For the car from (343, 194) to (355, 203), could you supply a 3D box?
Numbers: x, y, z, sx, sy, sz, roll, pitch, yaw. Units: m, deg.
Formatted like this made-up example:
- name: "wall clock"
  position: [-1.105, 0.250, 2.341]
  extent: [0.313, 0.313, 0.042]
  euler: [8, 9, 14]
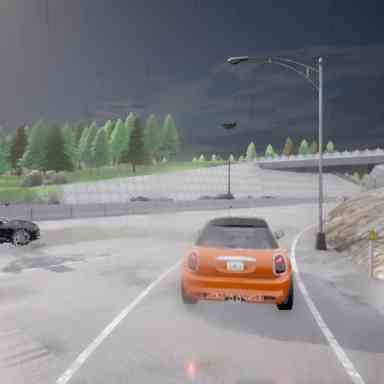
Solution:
- name: "car"
  position: [30.434, 1.465, 66.629]
  extent: [1.882, 1.535, 5.008]
  euler: [0, 0, 42]

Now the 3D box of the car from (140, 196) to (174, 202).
- name: "car"
  position: [-5.214, 1.541, 53.451]
  extent: [2.033, 1.411, 5.357]
  euler: [0, 0, 42]

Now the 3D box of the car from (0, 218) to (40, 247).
- name: "car"
  position: [-8.545, 1.490, 12.950]
  extent: [2.128, 1.511, 4.902]
  euler: [0, 0, 42]

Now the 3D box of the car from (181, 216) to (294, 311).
- name: "car"
  position: [1.150, 1.351, 8.069]
  extent: [2.097, 1.767, 4.553]
  euler: [0, 0, 10]

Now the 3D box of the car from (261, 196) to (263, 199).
- name: "car"
  position: [16.764, 1.530, 77.604]
  extent: [2.033, 1.411, 5.357]
  euler: [0, 0, 42]

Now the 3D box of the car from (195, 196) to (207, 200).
- name: "car"
  position: [2.584, 1.495, 67.180]
  extent: [1.837, 1.490, 4.892]
  euler: [0, 0, 43]

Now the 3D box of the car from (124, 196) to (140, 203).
- name: "car"
  position: [-8.912, 1.500, 54.602]
  extent: [1.837, 1.490, 4.892]
  euler: [0, 0, 43]

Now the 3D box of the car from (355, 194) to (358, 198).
- name: "car"
  position: [37.403, 1.218, 74.334]
  extent: [2.097, 1.767, 4.553]
  euler: [0, 0, 42]

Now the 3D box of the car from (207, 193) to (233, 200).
- name: "car"
  position: [6.126, 1.213, 65.893]
  extent: [2.150, 2.045, 5.566]
  euler: [0, 0, 43]

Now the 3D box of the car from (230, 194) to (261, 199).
- name: "car"
  position: [9.617, 1.540, 59.342]
  extent: [2.033, 1.411, 5.357]
  euler: [0, 0, 43]

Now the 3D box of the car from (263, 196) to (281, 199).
- name: "car"
  position: [16.843, 1.548, 67.255]
  extent: [1.994, 1.385, 4.181]
  euler: [0, 0, 42]

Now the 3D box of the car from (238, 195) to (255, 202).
- name: "car"
  position: [12.938, 1.515, 78.591]
  extent: [1.812, 1.442, 4.674]
  euler: [0, 0, 42]
